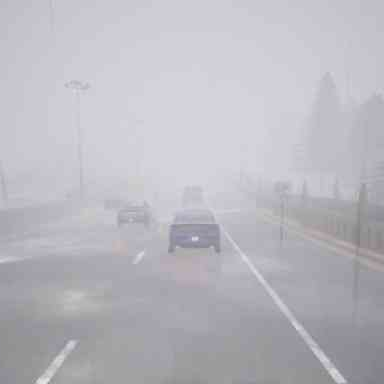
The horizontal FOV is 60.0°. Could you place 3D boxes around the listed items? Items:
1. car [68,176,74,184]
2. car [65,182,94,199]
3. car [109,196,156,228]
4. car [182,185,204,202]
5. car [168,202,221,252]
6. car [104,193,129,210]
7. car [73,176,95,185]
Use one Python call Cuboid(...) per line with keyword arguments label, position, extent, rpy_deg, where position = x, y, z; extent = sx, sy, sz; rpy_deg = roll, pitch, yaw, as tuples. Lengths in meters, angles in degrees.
Cuboid(label="car", position=(-20.958, -2.249, 60.672), extent=(1.895, 1.301, 4.718), rpy_deg=(0, 7, 1))
Cuboid(label="car", position=(-14.074, 0.028, 41.078), extent=(1.812, 1.442, 4.674), rpy_deg=(0, 6, 0))
Cuboid(label="car", position=(-3.405, 1.311, 20.938), extent=(2.128, 1.511, 4.902), rpy_deg=(0, 2, 0))
Cuboid(label="car", position=(0.092, 0.170, 36.417), extent=(2.150, 2.045, 5.566), rpy_deg=(0, 5, 0))
Cuboid(label="car", position=(0.096, 1.397, 13.517), extent=(1.882, 1.535, 5.008), rpy_deg=(0, 0, 0))
Cuboid(label="car", position=(-6.907, 0.798, 31.573), extent=(1.882, 1.535, 5.008), rpy_deg=(0, 4, 0))
Cuboid(label="car", position=(-17.490, -1.657, 54.985), extent=(1.837, 1.490, 4.892), rpy_deg=(0, 9, 1))
